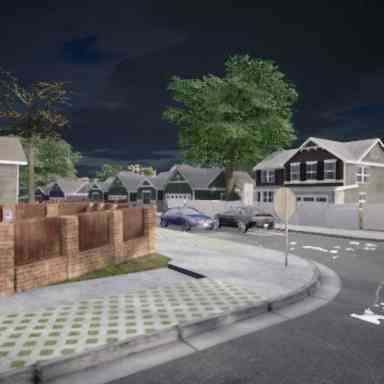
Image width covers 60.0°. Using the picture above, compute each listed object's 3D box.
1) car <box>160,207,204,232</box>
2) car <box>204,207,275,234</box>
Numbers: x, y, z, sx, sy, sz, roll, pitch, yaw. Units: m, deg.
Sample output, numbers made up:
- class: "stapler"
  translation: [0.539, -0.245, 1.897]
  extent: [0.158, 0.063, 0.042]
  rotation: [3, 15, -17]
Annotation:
- class: "car"
  translation: [-0.429, 1.682, 21.406]
  extent: [1.812, 1.442, 4.674]
  rotation: [1, -1, -32]
- class: "car"
  translation: [3.044, 1.678, 20.689]
  extent: [2.128, 1.511, 4.902]
  rotation: [1, -1, -27]
